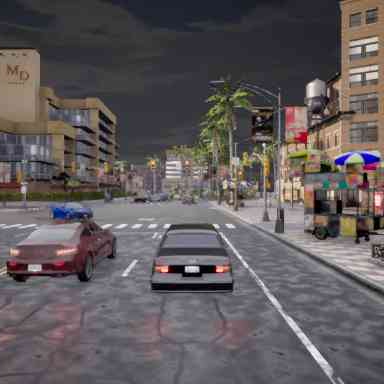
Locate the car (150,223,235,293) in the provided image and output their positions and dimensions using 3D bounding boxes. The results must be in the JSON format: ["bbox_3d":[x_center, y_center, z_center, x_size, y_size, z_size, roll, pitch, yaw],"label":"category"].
[{"bbox_3d":[-0.004,1.547,8.970,2.033,1.411,5.357,0,0,0],"label":"car"}]

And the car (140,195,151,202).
[{"bbox_3d":[-11.244,1.478,80.463,1.882,1.535,5.008,0,0,-1],"label":"car"}]

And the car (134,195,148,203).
[{"bbox_3d":[-11.159,1.595,71.320,1.895,1.301,4.718,0,0,-1],"label":"car"}]

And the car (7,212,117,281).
[{"bbox_3d":[-3.510,1.526,9.709,1.812,1.442,4.674,0,0,0],"label":"car"}]

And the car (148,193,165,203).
[{"bbox_3d":[-7.659,1.355,71.368,2.097,1.767,4.553,0,0,-1],"label":"car"}]

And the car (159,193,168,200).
[{"bbox_3d":[-7.853,1.225,91.456,2.150,2.045,5.566,0,0,-1],"label":"car"}]

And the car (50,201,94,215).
[{"bbox_3d":[-9.443,1.478,26.027,1.882,1.535,5.008,2,-1,-43],"label":"car"}]

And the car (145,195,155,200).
[{"bbox_3d":[-11.342,1.540,90.761,2.033,1.411,5.357,0,0,-1],"label":"car"}]

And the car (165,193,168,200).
[{"bbox_3d":[-7.747,1.225,80.707,2.150,2.045,5.566,0,0,-1],"label":"car"}]

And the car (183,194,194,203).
[{"bbox_3d":[-0.529,1.491,68.234,2.128,1.511,4.902,0,0,-1],"label":"car"}]
